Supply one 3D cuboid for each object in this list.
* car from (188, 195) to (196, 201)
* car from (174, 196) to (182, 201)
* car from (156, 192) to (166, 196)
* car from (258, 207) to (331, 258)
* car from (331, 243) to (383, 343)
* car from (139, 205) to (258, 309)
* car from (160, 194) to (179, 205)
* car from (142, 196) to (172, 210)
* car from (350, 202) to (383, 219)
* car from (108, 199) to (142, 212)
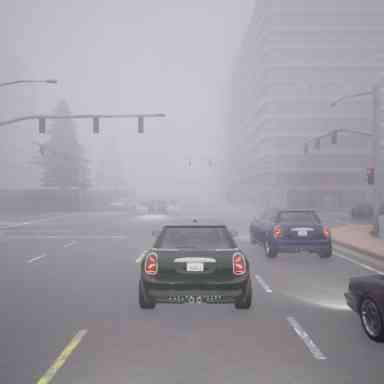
[{"bbox_3d":[-0.036,1.525,81.166,2.128,1.511,4.902,0,0,0],"label":"car"},{"bbox_3d":[-3.537,1.580,84.189,1.895,1.301,4.718,0,0,0],"label":"car"},{"bbox_3d":[-7.033,1.356,68.484,2.097,1.767,4.553,0,0,0],"label":"car"},{"bbox_3d":[3.581,1.352,12.869,2.097,1.767,4.553,0,0,0],"label":"car"},{"bbox_3d":[3.597,1.547,3.394,2.033,1.411,5.357,0,0,0],"label":"car"},{"bbox_3d":[0.067,1.352,8.029,2.097,1.767,4.553,0,0,0],"label":"car"},{"bbox_3d":[-3.616,1.492,53.547,2.128,1.511,4.902,0,0,0],"label":"car"},{"bbox_3d":[-3.620,1.473,35.600,2.128,1.511,4.902,0,0,0],"label":"car"},{"bbox_3d":[15.422,1.508,27.670,4.181,1.385,1.994,0,0,-10],"label":"car"},{"bbox_3d":[-7.961,1.522,38.708,1.812,1.442,4.674,0,0,15],"label":"car"}]
